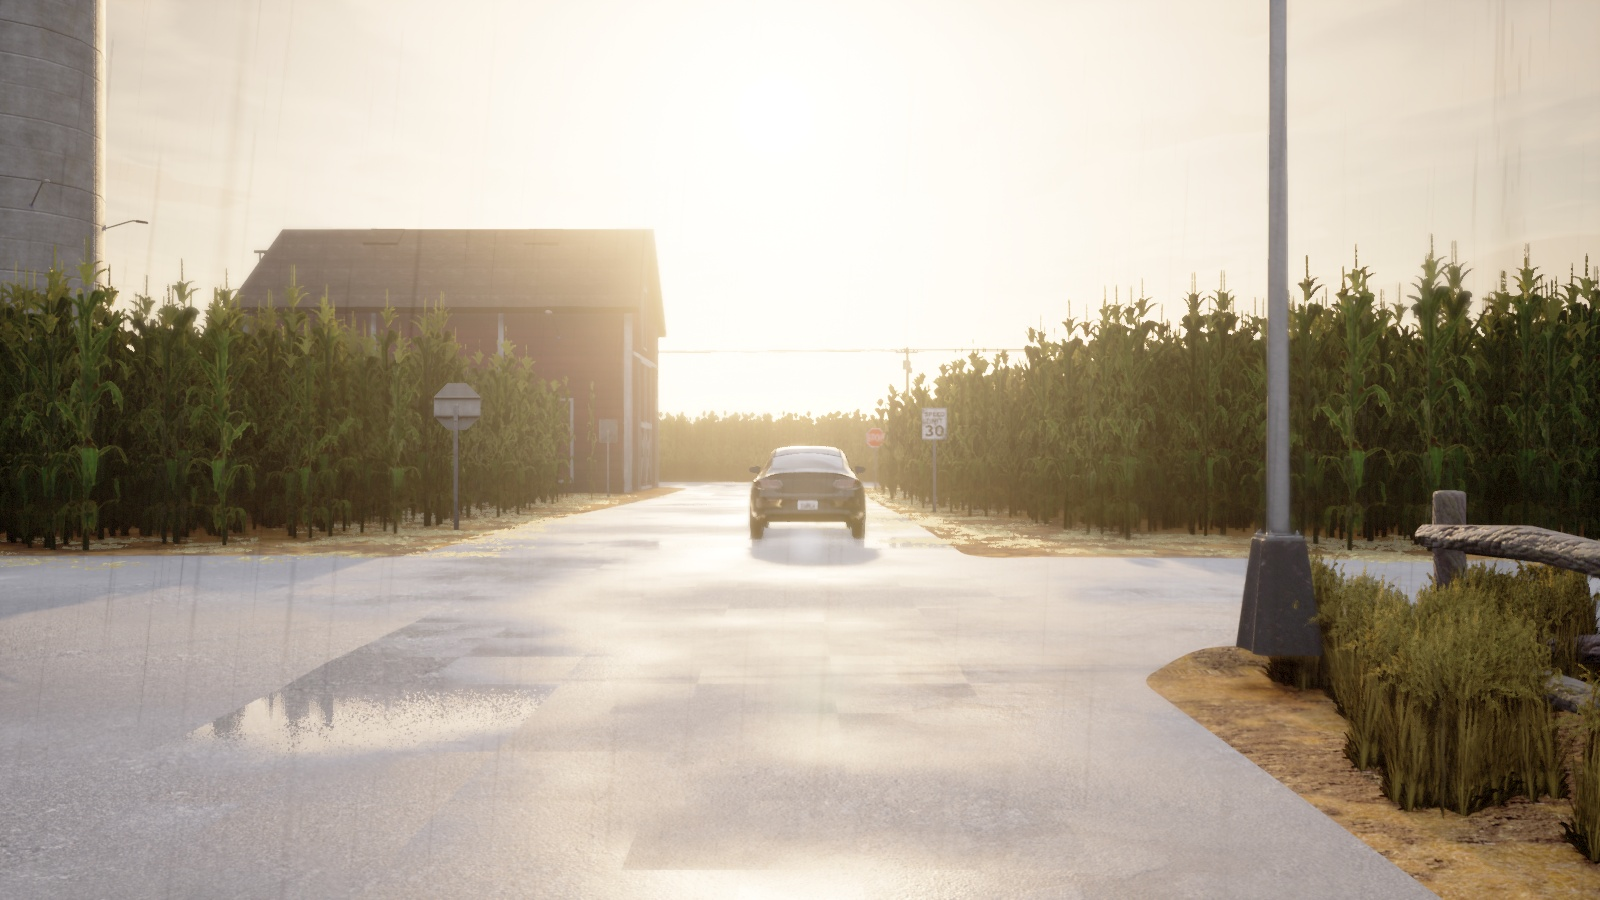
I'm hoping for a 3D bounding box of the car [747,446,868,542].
[{"bbox_3d":[0.128,0.666,21.133,1.812,1.442,4.674,0,0,0],"label":"car"}]
